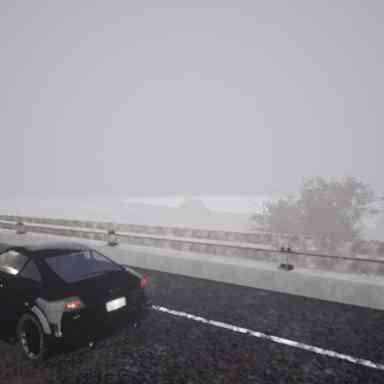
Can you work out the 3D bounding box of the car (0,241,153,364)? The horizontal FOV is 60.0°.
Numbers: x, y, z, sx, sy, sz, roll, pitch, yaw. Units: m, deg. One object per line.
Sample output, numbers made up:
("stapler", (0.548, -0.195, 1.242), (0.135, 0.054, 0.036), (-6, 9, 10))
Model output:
("car", (-2.718, 1.592, 5.954), (4.181, 1.385, 1.994), (0, 0, 36))
